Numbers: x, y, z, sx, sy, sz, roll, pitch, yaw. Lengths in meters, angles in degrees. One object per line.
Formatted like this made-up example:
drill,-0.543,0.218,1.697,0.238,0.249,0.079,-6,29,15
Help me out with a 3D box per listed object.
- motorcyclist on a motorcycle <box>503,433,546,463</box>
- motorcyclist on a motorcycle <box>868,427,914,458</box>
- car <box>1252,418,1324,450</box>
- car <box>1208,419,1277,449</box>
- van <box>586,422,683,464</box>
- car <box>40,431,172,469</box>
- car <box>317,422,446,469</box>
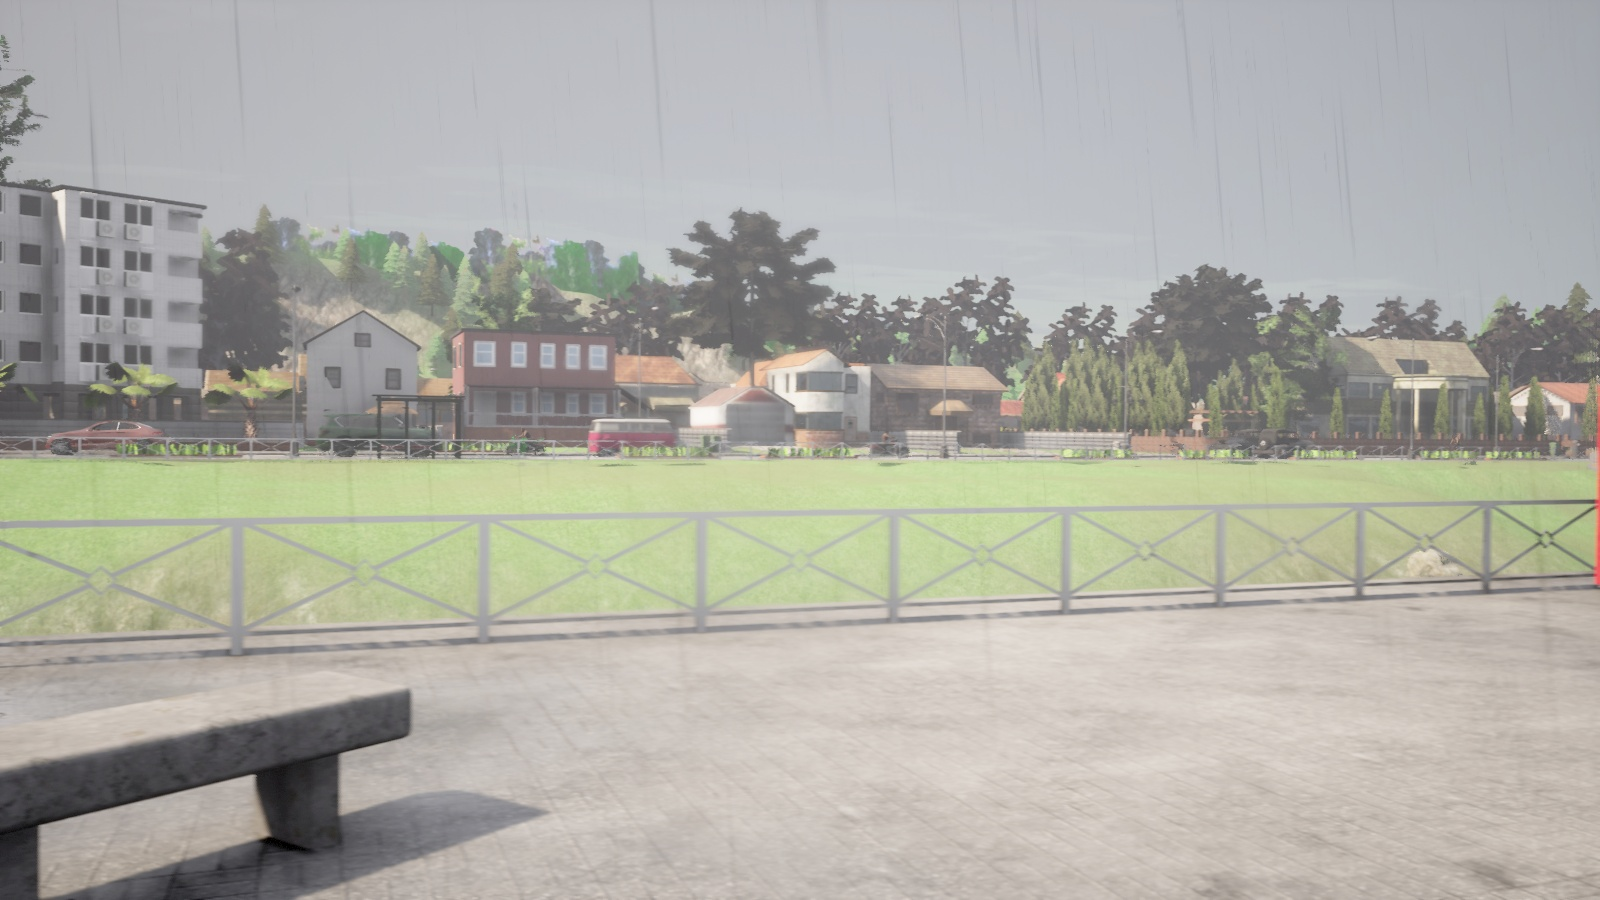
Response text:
motorcyclist on a motorcycle,-14.112,-0.115,64.418,2.044,1.523,0.797,-1,1,-21
motorcyclist on a motorcycle,4.891,-0.400,67.348,2.350,1.649,0.766,-1,1,-21
car,29.846,-0.979,76.815,3.866,1.878,1.905,-1,1,-21
car,28.351,-1.023,80.526,3.866,1.878,1.905,-1,1,-21
van,-8.228,-0.375,62.369,4.442,1.987,1.775,-1,1,-21
car,-31.807,-0.018,57.702,5.027,1.651,2.152,-1,1,-21
car,-19.372,-0.220,58.140,5.566,2.045,2.150,-1,1,-21
